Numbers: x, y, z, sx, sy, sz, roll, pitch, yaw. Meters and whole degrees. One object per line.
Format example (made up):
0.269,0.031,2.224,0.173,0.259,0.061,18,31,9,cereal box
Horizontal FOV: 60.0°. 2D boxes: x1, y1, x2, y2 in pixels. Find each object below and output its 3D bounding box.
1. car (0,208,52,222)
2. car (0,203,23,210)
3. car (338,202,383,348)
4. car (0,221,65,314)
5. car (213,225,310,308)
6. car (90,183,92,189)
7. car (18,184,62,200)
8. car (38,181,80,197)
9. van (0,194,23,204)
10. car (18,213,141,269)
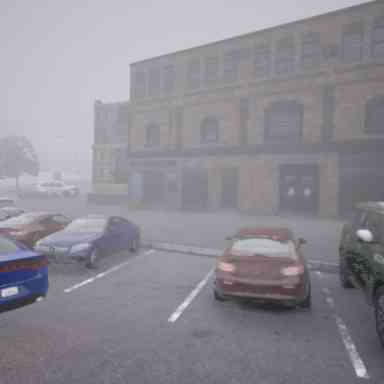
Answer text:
-5.765,1.505,13.010,2.002,1.452,4.674,0,-1,14,car
-8.265,1.463,14.701,2.231,1.521,4.892,1,-1,13,car
4.175,1.227,6.107,2.435,2.045,5.566,1,-1,15,car
-4.995,1.469,6.808,5.008,1.535,1.882,0,0,35,car
1.701,1.515,7.874,2.002,1.452,4.674,0,-1,15,car
-13.257,-1.017,51.108,4.892,1.521,2.231,1,6,8,car
-18.816,0.173,40.442,4.674,1.452,2.002,1,6,7,car
-17.404,-0.405,43.080,5.566,2.045,2.435,1,6,8,car
-10.809,1.232,16.252,1.878,1.987,4.442,1,-1,13,van
-3.259,1.509,11.316,2.002,1.452,4.674,1,-1,14,car
